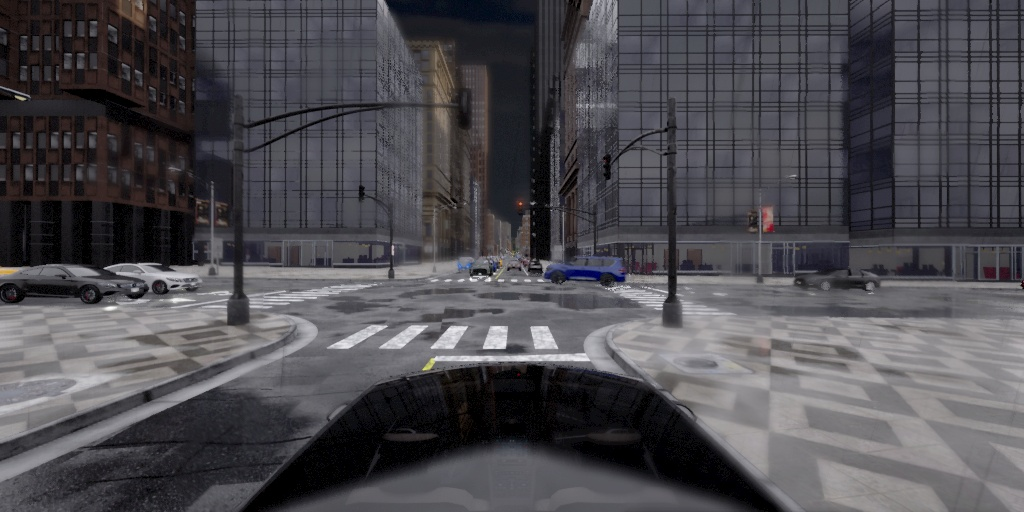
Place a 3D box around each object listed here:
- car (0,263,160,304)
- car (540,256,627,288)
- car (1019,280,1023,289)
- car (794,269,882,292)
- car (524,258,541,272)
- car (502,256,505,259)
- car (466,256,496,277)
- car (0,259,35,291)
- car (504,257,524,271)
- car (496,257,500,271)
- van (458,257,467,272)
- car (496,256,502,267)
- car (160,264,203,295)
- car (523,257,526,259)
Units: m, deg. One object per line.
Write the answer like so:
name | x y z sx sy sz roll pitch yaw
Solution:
car | -17.234 1.047 14.121 4.674 1.442 1.812 1 0 -1
car | 5.103 1.035 24.943 5.566 2.045 2.150 2 1 15
car | 37.176 1.885 23.809 4.718 1.301 1.895 1 0 0
car | 21.607 1.580 23.896 4.892 1.490 1.837 1 0 0
car | 2.834 1.283 44.673 1.948 1.339 4.313 0 0 0
car | -2.780 1.159 65.008 1.882 1.535 5.008 0 0 1
car | -2.966 1.080 35.508 2.097 1.767 4.553 0 0 0
car | -26.907 0.887 17.418 5.008 1.535 1.882 1 0 1
car | 0.295 1.257 49.693 2.033 1.411 5.357 0 0 0
car | -2.932 1.195 44.629 1.882 1.535 5.008 0 0 1
van | -5.691 1.058 44.719 1.690 1.789 3.998 0 0 0
car | -2.872 1.208 54.715 1.837 1.490 4.892 0 0 0
car | -17.762 1.052 17.377 4.674 1.442 1.812 1 0 0
car | 2.926 1.270 61.621 1.802 1.307 4.207 0 0 0
